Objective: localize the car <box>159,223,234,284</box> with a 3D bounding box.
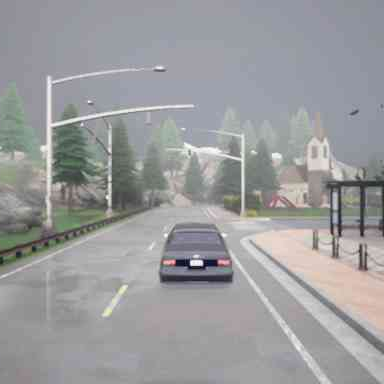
[{"bbox_3d":[0.096,1.623,9.804,2.033,1.411,5.357,0,0,0],"label":"car"}]
